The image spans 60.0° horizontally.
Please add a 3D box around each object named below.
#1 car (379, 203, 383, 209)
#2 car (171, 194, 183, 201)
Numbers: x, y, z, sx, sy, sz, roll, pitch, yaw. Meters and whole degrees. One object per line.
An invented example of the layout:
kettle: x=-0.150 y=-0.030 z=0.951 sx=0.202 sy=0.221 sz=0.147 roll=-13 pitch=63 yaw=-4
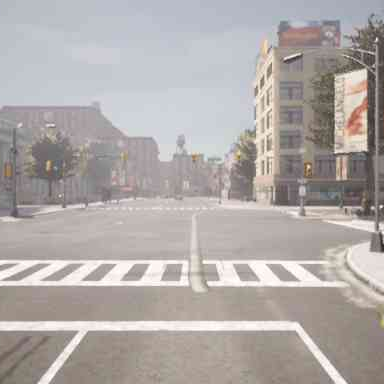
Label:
car: x=22.920 y=1.477 z=36.102 sx=4.902 sy=1.511 sz=2.128 roll=0 pitch=0 yaw=0
car: x=-3.490 y=1.503 z=85.205 sx=2.033 sy=1.411 sz=5.357 roll=0 pitch=0 yaw=0
